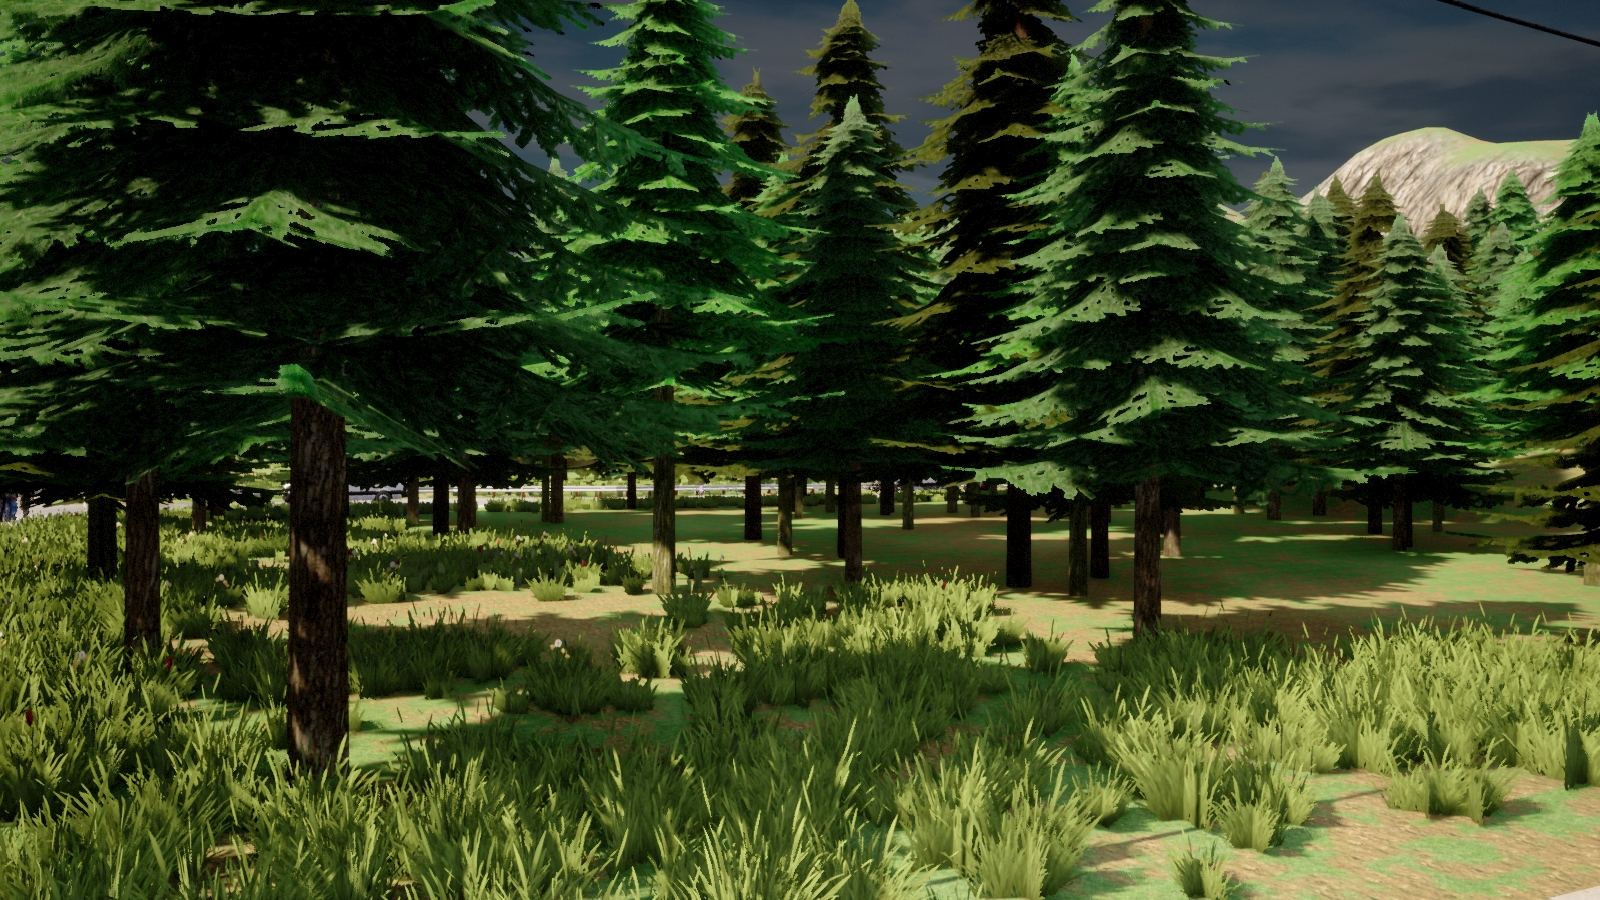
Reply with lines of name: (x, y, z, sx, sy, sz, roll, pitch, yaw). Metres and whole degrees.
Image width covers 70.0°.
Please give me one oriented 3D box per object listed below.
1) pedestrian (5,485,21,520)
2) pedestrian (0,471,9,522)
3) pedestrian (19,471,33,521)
pedestrian: (-29.703, 1.976, 43.136, 0.375, 1.300, 0.375, 0, 0, -7)
pedestrian: (-29.057, 1.695, 41.580, 0.375, 1.860, 0.375, 0, 0, -27)
pedestrian: (-28.587, 1.694, 42.202, 0.375, 1.860, 0.375, 0, 0, -25)
